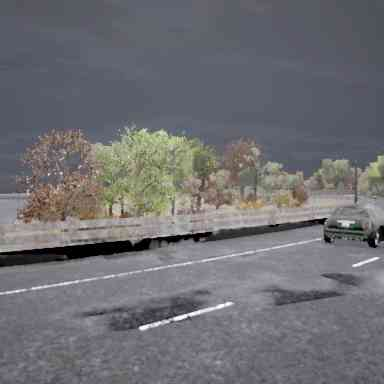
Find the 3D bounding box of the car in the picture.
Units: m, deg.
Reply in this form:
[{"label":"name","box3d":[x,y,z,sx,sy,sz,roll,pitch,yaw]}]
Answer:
[{"label":"car","box3d":[7.840,1.364,15.100,4.553,1.767,2.097,0,0,-44]}]
